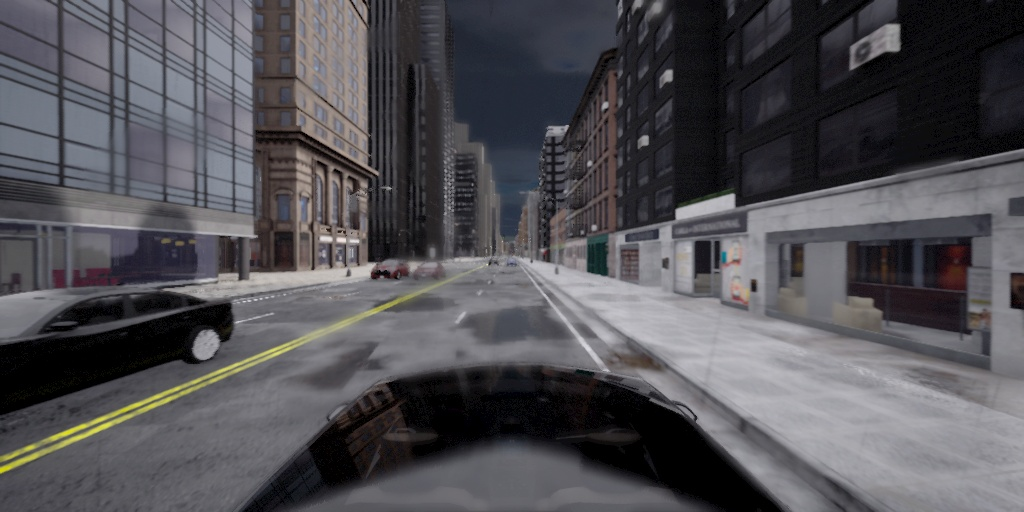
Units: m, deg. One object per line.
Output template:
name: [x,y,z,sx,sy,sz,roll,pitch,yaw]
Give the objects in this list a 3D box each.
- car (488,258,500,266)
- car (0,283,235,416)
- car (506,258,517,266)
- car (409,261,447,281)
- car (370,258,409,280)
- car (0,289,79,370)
car: [-3.281,1.018,64.368,1.812,1.442,4.674,0,0,0]
car: [-6.588,1.216,5.199,1.882,1.535,5.008,0,0,0]
car: [-0.031,1.038,64.370,2.033,1.411,5.357,0,0,0]
car: [-6.530,1.166,28.855,1.812,1.442,4.674,0,0,0]
car: [-9.776,0.991,29.232,2.097,1.767,4.553,0,0,0]
car: [-9.841,1.342,4.999,1.895,1.301,4.718,0,0,0]
